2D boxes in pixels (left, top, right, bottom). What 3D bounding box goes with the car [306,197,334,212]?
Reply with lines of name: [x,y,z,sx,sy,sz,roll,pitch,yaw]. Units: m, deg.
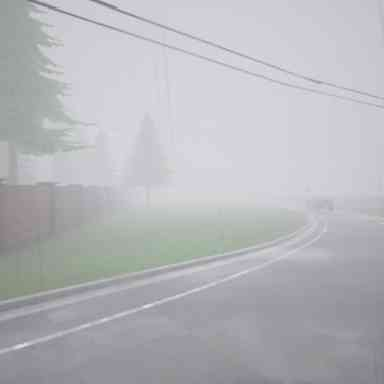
car: [13.598,1.290,35.488,1.837,1.490,4.892,0,0,5]
